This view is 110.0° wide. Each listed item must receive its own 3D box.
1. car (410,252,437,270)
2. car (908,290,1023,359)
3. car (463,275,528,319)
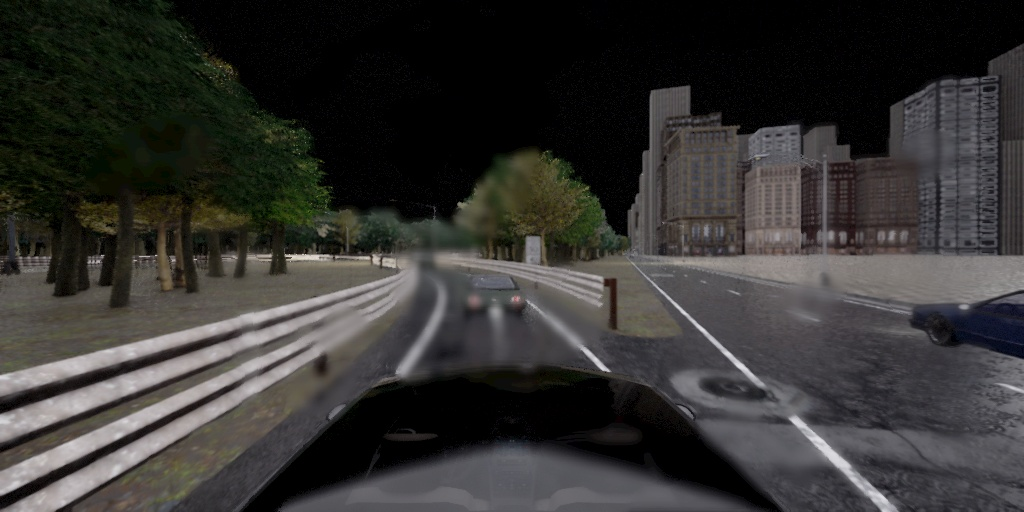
[{"bbox_3d":[-10.591,0.588,42.577,2.150,2.045,5.566,0,1,-29],"label":"car"},{"bbox_3d":[9.450,1.236,5.776,2.033,1.411,5.357,0,0,17],"label":"car"},{"bbox_3d":[-0.738,1.292,12.520,1.895,1.301,4.718,0,0,-7],"label":"car"}]
